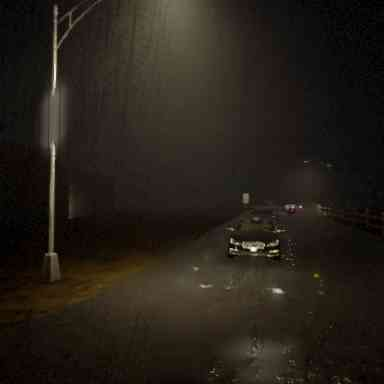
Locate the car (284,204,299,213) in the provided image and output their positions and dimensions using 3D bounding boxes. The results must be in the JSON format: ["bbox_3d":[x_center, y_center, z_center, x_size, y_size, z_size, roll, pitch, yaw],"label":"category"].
[{"bbox_3d":[15.756,2.624,52.842,1.895,1.301,4.718,0,-1,13],"label":"car"}]

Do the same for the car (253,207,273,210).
[{"bbox_3d":[4.896,1.861,23.021,1.837,1.490,4.892,0,-1,13],"label":"car"}]

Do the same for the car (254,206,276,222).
[{"bbox_3d":[7.216,2.140,32.724,1.895,1.301,4.718,0,-1,14],"label":"car"}]

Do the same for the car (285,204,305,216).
[{"bbox_3d":[13.411,2.344,42.821,2.033,1.411,5.357,0,-1,14],"label":"car"}]

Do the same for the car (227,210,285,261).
[{"bbox_3d":[2.591,1.695,13.344,1.837,1.490,4.892,0,-1,13],"label":"car"}]
